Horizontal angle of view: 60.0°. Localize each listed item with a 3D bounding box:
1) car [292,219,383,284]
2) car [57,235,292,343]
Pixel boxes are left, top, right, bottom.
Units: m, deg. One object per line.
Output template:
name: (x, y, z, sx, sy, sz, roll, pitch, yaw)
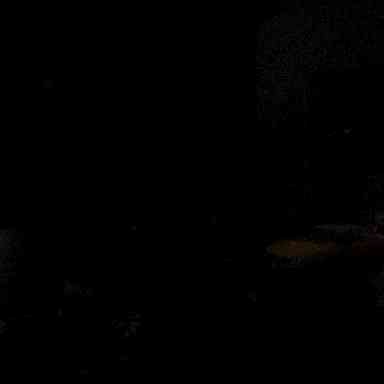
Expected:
car: (3.992, 1.526, 9.552, 4.829, 1.417, 1.752, 0, 0, -36)
car: (-0.279, 1.566, 6.469, 4.313, 1.339, 1.947, 0, 0, -36)
